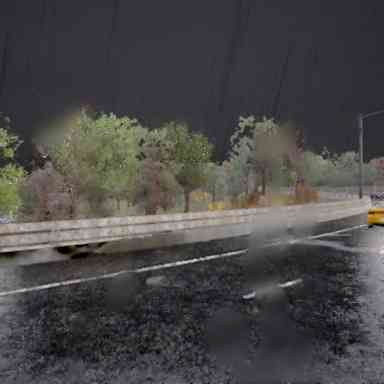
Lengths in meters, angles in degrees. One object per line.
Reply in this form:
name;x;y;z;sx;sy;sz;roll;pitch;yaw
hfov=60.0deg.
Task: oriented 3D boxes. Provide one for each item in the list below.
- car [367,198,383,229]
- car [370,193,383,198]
car;11.745;1.299;19.279;1.882;1.535;5.008;0;1;43
car;37.360;0.854;66.920;1.895;1.301;4.718;0;0;12
